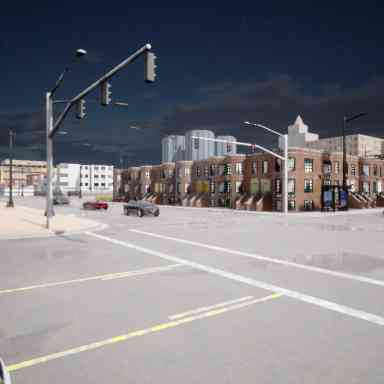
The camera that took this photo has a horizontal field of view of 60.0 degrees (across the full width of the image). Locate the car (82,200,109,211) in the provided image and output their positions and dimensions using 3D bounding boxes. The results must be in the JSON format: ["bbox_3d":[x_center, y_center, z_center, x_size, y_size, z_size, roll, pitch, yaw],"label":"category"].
[{"bbox_3d":[-12.005,1.601,41.313,1.895,1.301,4.718,0,0,-36],"label":"car"}]

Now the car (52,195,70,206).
[{"bbox_3d":[-21.630,1.351,54.706,2.097,1.767,4.553,0,0,-35],"label":"car"}]

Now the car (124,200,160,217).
[{"bbox_3d":[-4.815,1.505,31.360,1.837,1.490,4.892,0,0,-36],"label":"car"}]

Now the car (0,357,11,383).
[{"bbox_3d":[-3.740,1.221,1.100,5.566,2.045,2.150,0,0,-35],"label":"car"}]
